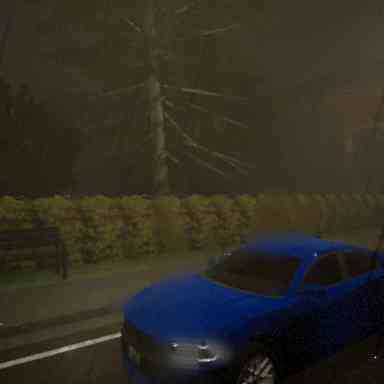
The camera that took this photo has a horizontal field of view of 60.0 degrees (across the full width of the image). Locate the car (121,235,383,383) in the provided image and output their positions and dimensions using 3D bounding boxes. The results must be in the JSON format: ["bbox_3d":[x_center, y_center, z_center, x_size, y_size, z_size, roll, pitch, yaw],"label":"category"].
[{"bbox_3d":[1.416,1.474,4.995,5.008,1.535,1.882,0,0,-36],"label":"car"}]
